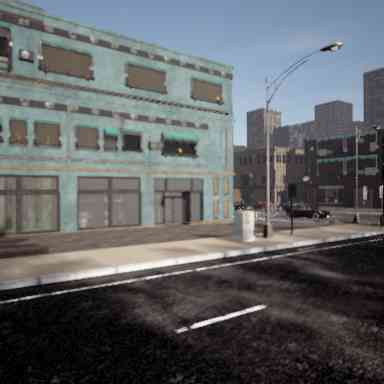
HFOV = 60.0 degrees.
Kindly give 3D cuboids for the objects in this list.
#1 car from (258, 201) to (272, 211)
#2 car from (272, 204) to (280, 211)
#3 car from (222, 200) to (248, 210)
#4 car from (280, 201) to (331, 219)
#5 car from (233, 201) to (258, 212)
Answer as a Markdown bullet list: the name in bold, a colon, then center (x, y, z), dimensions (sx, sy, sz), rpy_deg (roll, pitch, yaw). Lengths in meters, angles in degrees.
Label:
- **car**: center (9.994, 1.979, 48.234), dimensions (1.802, 1.307, 4.206), rpy_deg (-1, 0, -35)
- **car**: center (13.201, 1.885, 43.723), dimensions (2.008, 1.369, 4.403), rpy_deg (-1, 0, -35)
- **car**: center (6.787, 2.041, 52.745), dimensions (1.802, 1.307, 4.206), rpy_deg (-1, 0, -35)
- **car**: center (11.108, 1.871, 31.997), dimensions (1.947, 1.339, 4.313), rpy_deg (-1, 0, -35)
- **car**: center (5.913, 1.935, 44.000), dimensions (1.837, 1.490, 4.892), rpy_deg (-1, 0, -35)
